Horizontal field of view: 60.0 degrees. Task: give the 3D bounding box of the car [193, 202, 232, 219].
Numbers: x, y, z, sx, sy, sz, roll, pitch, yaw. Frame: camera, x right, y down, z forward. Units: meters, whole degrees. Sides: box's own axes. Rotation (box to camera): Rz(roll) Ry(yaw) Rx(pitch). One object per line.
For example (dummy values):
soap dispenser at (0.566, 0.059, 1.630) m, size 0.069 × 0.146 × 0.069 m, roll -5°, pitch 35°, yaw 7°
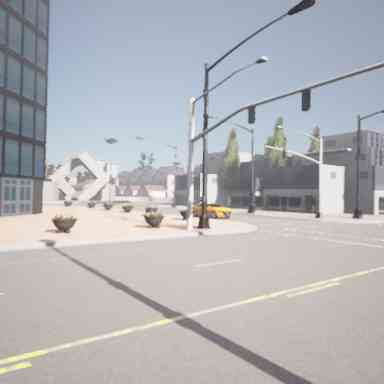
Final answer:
car at (1.884, 1.777, 32.889) m, size 1.882 × 1.535 × 5.008 m, roll 2°, pitch -1°, yaw -35°
